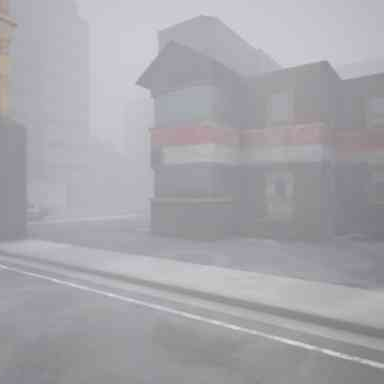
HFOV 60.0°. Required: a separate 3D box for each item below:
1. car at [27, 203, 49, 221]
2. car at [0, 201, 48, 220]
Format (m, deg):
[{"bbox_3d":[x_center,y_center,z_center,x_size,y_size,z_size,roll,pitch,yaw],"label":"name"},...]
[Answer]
[{"bbox_3d":[-13.360,1.521,25.371,2.038,1.542,4.974,0,0,15],"label":"car"},{"bbox_3d":[-13.347,1.363,25.421,1.853,1.218,4.536,0,0,15],"label":"car"}]
